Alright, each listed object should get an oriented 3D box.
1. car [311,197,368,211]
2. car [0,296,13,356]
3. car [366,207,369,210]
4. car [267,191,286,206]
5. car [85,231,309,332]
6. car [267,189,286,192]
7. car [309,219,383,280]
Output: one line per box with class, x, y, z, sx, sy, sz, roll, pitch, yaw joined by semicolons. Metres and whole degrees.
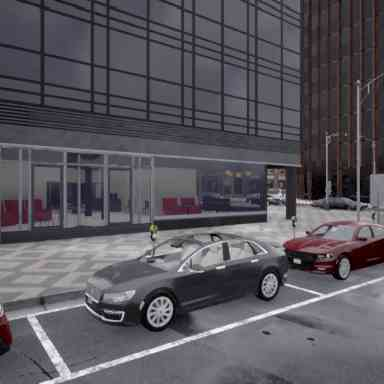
car;14.916;1.201;33.781;2.033;1.411;5.357;0;1;-41
car;-4.335;1.440;3.558;4.097;1.590;1.967;0;0;-36
car;8.988;1.440;13.072;4.097;1.590;1.967;0;0;-36
car;8.985;0.960;42.144;1.837;1.490;4.892;0;1;-36
car;0.106;1.551;6.729;4.403;1.369;2.008;0;0;-36
car;10.820;0.649;45.079;2.150;2.045;5.566;0;1;-36
car;4.547;1.544;9.901;4.507;1.381;1.887;0;0;-36
